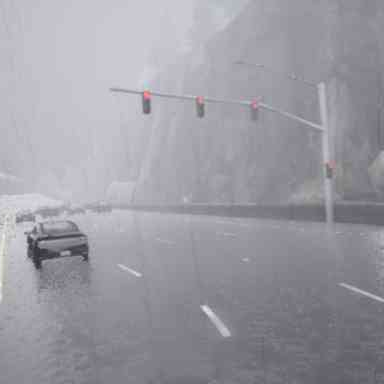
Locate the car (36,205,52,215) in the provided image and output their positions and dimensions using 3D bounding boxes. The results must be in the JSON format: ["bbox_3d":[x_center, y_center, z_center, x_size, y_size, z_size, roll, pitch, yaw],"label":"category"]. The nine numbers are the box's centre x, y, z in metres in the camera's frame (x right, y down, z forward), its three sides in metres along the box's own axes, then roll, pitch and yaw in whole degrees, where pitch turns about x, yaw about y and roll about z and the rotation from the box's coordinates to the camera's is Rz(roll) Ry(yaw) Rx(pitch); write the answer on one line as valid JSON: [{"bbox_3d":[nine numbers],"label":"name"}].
[{"bbox_3d":[-24.352,2.888,54.497,1.994,1.385,4.181,-3,1,-29],"label":"car"}]

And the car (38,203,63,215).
[{"bbox_3d":[-19.331,2.617,45.365,1.882,1.535,5.008,-3,0,-29],"label":"car"}]

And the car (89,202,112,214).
[{"bbox_3d":[-13.211,2.273,48.746,1.882,1.535,5.008,-3,0,-29],"label":"car"}]

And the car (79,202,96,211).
[{"bbox_3d":[-18.233,2.484,57.873,1.837,1.490,4.892,-3,1,-29],"label":"car"}]

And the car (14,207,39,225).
[{"bbox_3d":[-17.733,2.632,35.423,1.812,1.442,4.674,-3,0,-29],"label":"car"}]

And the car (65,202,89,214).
[{"bbox_3d":[-16.468,2.501,47.419,1.812,1.442,4.674,-3,0,-29],"label":"car"}]

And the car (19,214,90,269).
[{"bbox_3d":[-5.362,1.880,13.060,2.128,1.511,4.902,-3,0,-30],"label":"car"}]

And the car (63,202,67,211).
[{"bbox_3d":[-21.288,2.503,56.157,2.097,1.767,4.553,-3,1,-29],"label":"car"}]
